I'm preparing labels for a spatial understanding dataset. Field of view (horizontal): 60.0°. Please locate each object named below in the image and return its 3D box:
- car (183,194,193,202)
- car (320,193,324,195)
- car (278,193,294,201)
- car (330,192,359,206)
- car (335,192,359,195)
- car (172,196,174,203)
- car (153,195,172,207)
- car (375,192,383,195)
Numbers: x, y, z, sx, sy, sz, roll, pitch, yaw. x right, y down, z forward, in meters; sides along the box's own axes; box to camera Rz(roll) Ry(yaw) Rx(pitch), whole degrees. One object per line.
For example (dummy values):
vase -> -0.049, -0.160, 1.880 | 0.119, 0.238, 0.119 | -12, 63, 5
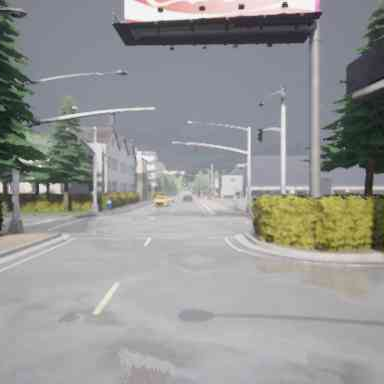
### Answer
car -> -0.808, 1.134, 64.080 | 2.128, 1.511, 4.902 | 0, 0, -1
car -> 24.662, 0.943, 65.148 | 2.152, 1.636, 5.027 | 0, 0, -1
car -> 18.251, 1.034, 64.725 | 1.970, 1.475, 3.806 | 0, 0, -1
car -> 21.794, 0.989, 47.717 | 1.932, 1.855, 4.605 | 0, 0, -1
car -> 18.630, 1.017, 39.799 | 1.905, 1.878, 3.866 | 0, 0, -1
car -> -4.305, 1.263, 61.327 | 1.895, 1.301, 4.718 | 0, 0, 0
car -> -4.151, 1.230, 45.270 | 1.882, 1.535, 5.008 | 0, 0, -1
car -> 37.455, 0.846, 65.346 | 1.905, 1.878, 3.866 | 0, 0, -1
